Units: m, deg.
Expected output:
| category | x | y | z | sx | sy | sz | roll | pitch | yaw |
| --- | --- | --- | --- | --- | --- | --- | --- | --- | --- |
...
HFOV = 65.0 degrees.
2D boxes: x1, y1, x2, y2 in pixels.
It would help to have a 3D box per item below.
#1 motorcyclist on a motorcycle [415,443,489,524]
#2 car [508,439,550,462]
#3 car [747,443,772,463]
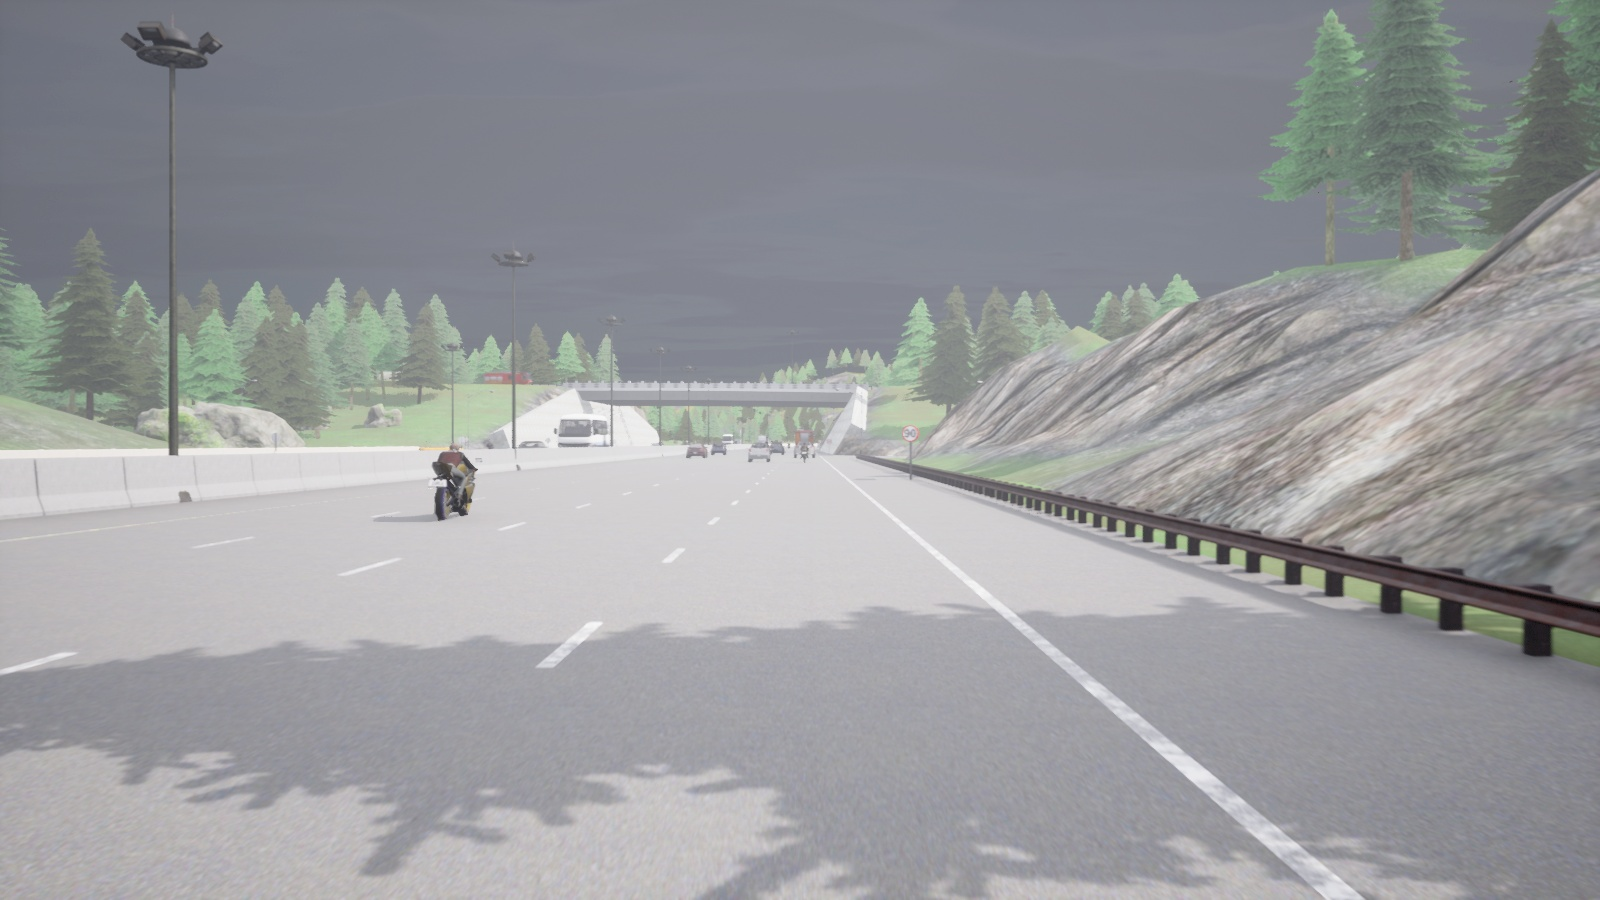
| category | x | y | z | sx | sy | sz | roll | pitch | yaw |
| --- | --- | --- | --- | --- | --- | --- | --- | --- | --- |
| motorcyclist on a motorcycle | -6.893 | 0.635 | 24.995 | 0.866 | 1.530 | 2.191 | 0 | 0 | 0 |
| car | -20.635 | 0.033 | 95.869 | 2.242 | 1.667 | 4.611 | 0 | 0 | 0 |
| car | -3.127 | 0.206 | 97.767 | 1.845 | 1.501 | 3.633 | 0 | 0 | 0 |
